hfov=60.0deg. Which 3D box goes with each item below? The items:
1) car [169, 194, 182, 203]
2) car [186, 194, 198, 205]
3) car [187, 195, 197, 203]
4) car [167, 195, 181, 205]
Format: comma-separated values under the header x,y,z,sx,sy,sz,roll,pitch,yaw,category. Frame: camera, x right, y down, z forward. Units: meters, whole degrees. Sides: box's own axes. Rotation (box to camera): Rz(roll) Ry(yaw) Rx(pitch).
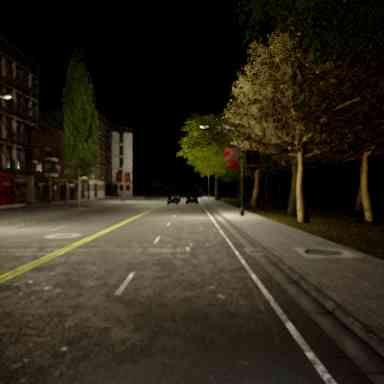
x,y,z,sx,sy,sz,roll,pitch,yaw,category
-3.208,1.259,65.591,2.128,1.511,4.902,0,1,0,car
0.037,1.200,57.184,2.097,1.767,4.553,0,0,0,car
0.042,1.333,65.590,1.994,1.385,4.181,0,1,0,car
-3.214,1.404,56.006,2.033,1.411,5.357,0,0,0,car
